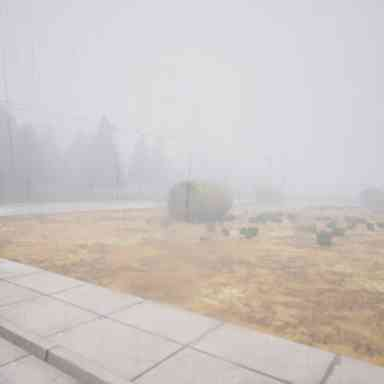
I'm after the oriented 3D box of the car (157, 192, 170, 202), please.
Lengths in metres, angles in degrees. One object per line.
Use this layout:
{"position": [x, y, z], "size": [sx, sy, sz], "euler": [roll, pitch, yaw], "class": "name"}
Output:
{"position": [-3.278, 0.807, 50.212], "size": [2.128, 1.511, 4.902], "euler": [2, 1, 37], "class": "car"}
